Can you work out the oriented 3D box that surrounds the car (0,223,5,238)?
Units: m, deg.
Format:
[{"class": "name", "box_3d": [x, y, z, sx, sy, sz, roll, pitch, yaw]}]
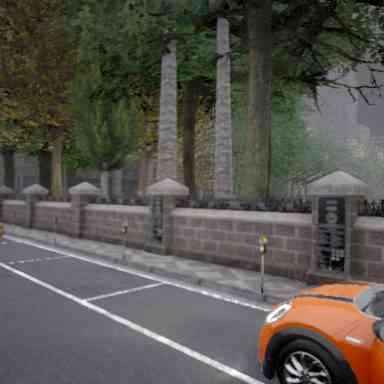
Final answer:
[{"class": "car", "box_3d": [-11.544, 1.717, 17.795, 4.829, 1.417, 1.752, 0, -2, 44]}]

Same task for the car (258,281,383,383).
[{"class": "car", "box_3d": [2.938, 1.496, 3.312, 4.553, 1.767, 2.097, 0, -2, 44]}]
